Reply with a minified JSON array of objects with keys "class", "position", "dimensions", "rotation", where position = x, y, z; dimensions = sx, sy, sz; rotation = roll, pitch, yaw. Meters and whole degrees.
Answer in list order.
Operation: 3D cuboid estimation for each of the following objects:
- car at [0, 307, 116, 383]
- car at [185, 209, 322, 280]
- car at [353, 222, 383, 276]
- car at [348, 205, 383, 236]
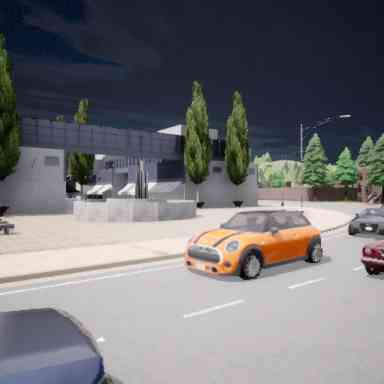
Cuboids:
[{"class":"car","position":[-3.097,1.548,1.724],"dimensions":[5.357,1.411,2.033],"rotation":[0,0,-37]},{"class":"car","position":[1.964,1.352,10.083],"dimensions":[4.553,1.767,2.097],"rotation":[0,0,-39]},{"class":"car","position":[6.597,1.601,9.348],"dimensions":[4.718,1.301,1.895],"rotation":[0,0,-40]},{"class":"car","position":[9.623,1.564,17.364],"dimensions":[1.994,1.385,4.181],"rotation":[0,0,38]}]
